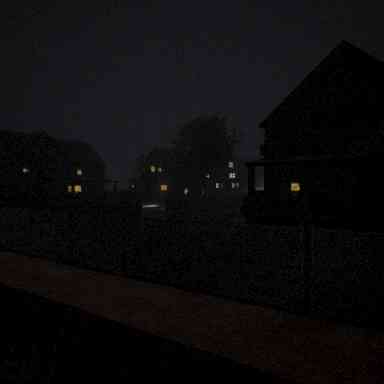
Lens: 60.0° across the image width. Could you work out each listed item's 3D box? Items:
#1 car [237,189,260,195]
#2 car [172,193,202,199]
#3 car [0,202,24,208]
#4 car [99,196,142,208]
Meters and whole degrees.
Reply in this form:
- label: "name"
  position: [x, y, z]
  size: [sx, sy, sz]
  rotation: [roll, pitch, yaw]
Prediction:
- label: "car"
  position: [8.392, 0.350, 49.263]
  size: [1.882, 1.535, 5.008]
  rotation: [1, 2, 36]
- label: "car"
  position: [-0.509, 0.789, 36.966]
  size: [1.994, 1.385, 4.181]
  rotation: [1, 2, 36]
- label: "car"
  position: [-12.118, 1.296, 20.715]
  size: [1.895, 1.301, 4.718]
  rotation: [1, 2, 34]
- label: "car"
  position: [-6.304, 1.023, 28.885]
  size: [1.994, 1.385, 4.181]
  rotation: [1, 2, 37]
